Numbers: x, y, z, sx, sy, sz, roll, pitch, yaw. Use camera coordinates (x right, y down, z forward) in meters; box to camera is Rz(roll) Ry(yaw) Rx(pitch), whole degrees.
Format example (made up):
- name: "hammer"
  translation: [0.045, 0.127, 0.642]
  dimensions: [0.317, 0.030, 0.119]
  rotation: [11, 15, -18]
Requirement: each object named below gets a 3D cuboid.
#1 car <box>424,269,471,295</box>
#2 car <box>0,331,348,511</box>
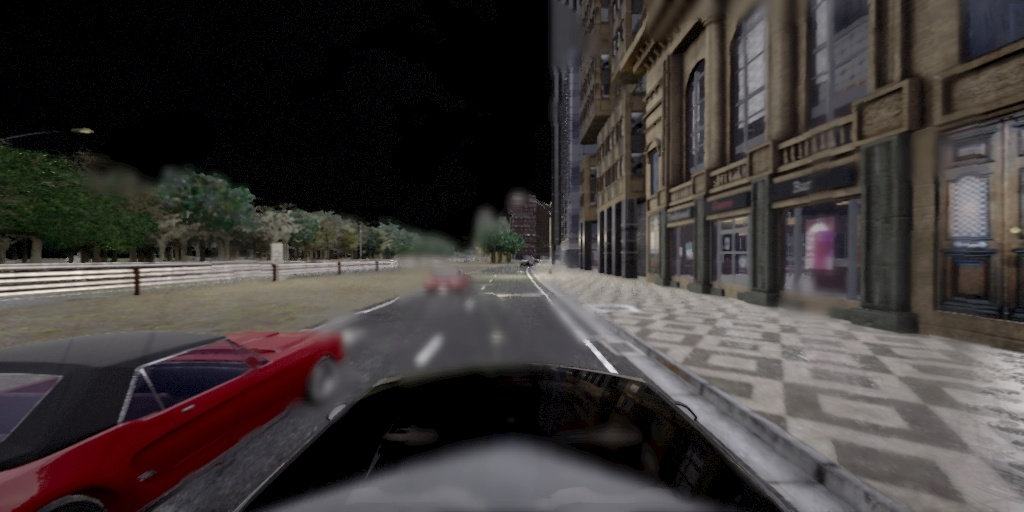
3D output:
- name: "car"
  translation: [-3.396, 1.367, 19.919]
  dimensions: [1.895, 1.301, 4.718]
  rotation: [0, 0, 0]
- name: "car"
  translation: [-3.399, 1.352, 3.289]
  dimensions: [1.895, 1.301, 4.718]
  rotation: [0, 0, 0]
